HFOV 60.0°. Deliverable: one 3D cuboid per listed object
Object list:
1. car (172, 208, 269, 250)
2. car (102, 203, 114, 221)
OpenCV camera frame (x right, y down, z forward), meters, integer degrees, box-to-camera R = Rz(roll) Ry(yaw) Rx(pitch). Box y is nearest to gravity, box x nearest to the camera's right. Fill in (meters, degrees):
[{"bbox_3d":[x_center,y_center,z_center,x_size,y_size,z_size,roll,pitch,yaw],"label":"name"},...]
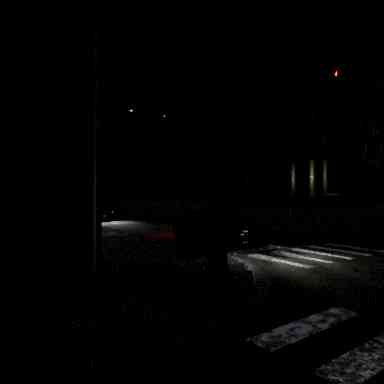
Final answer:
[{"bbox_3d":[1.090,1.481,14.690,1.882,1.535,5.008,0,0,-39],"label":"car"},{"bbox_3d":[-7.928,1.533,26.965,1.812,1.442,4.674,0,0,-36],"label":"car"}]
